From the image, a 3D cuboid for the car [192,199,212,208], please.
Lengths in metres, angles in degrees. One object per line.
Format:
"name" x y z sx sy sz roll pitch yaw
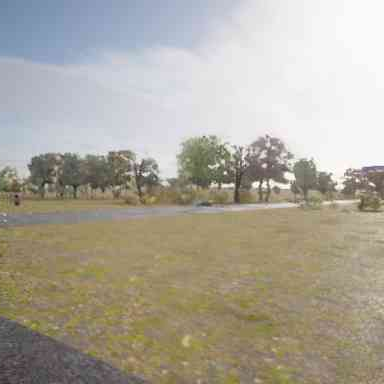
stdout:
"car" 1.856 2.057 61.119 2.128 1.511 4.902 1 1 36
